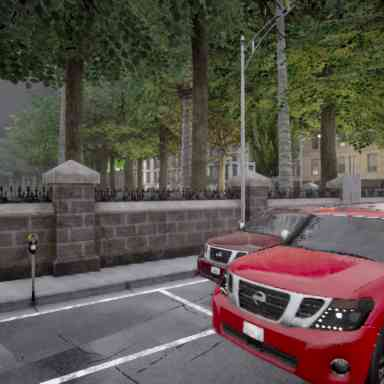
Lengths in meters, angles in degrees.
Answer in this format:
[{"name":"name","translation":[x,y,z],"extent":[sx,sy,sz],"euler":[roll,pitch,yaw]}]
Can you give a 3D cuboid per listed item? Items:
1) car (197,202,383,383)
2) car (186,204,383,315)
[{"name":"car","translation":[2.928,1.221,5.387],"extent":[5.566,2.045,2.150],"euler":[0,0,-36]},{"name":"car","translation":[2.523,1.314,8.391],"extent":[5.009,1.841,2.192],"euler":[0,0,-36]}]
